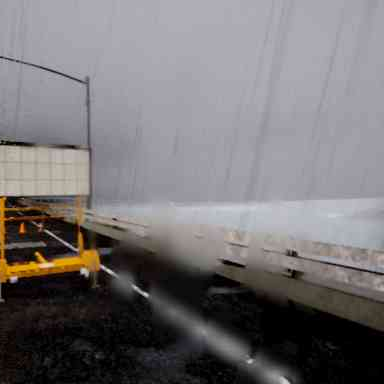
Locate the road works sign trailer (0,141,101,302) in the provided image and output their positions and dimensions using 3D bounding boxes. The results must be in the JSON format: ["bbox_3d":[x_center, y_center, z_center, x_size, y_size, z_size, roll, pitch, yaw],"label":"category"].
[{"bbox_3d":[-3.909,0.534,8.710,2.380,3.560,2.880,0,0,-31],"label":"road works sign trailer"}]
